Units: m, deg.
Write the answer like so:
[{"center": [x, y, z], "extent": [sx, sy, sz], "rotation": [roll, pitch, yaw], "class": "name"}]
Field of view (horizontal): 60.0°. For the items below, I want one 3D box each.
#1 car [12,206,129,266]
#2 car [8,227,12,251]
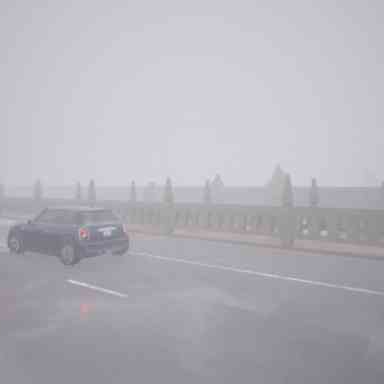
[{"center": [-4.309, 1.254, 11.369], "extent": [4.553, 1.767, 2.097], "rotation": [1, 0, 36], "class": "car"}, {"center": [-7.393, 1.381, 9.273], "extent": [4.902, 1.511, 2.128], "rotation": [1, 0, 36], "class": "car"}]
